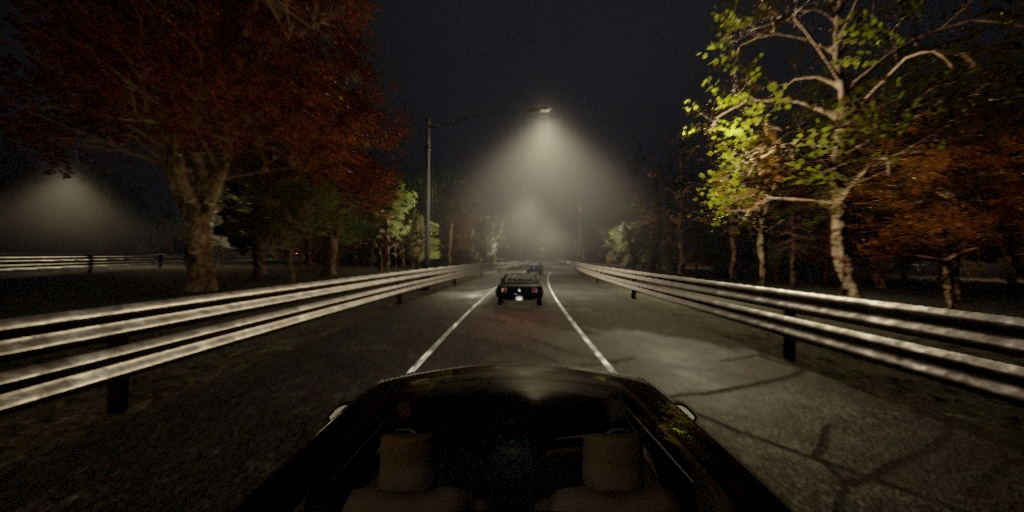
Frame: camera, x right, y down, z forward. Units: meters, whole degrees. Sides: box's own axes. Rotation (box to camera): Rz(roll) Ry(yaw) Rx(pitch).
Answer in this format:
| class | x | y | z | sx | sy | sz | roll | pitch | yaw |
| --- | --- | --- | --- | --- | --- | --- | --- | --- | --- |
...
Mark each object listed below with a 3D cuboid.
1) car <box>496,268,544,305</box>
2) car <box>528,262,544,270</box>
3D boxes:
| class | x | y | z | sx | sy | sz | roll | pitch | yaw |
| --- | --- | --- | --- | --- | --- | --- | --- | --- | --- |
| car | 0.402 | 1.400 | 16.451 | 1.895 | 1.301 | 4.718 | 0 | 0 | 3 |
| car | 2.960 | 1.475 | 44.898 | 2.033 | 1.411 | 5.357 | 0 | 0 | 8 |
